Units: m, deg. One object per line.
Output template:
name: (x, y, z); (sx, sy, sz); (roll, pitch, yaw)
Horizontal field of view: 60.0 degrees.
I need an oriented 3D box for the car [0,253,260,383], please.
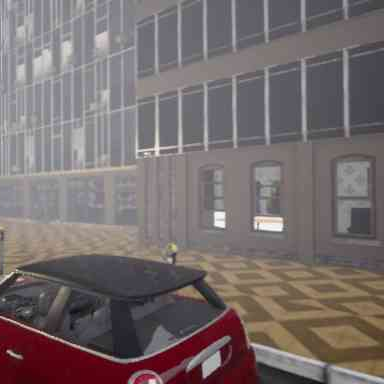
car: (-1.418, 1.469, 3.887); (4.097, 1.590, 1.967); (-1, 0, 35)
